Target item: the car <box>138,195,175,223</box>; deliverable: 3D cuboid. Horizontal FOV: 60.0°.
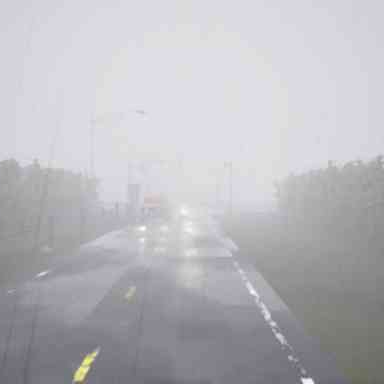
[{"bbox_3d":[-2.791,1.269,26.415,2.150,2.045,5.566,0,0,1],"label":"car"}]
